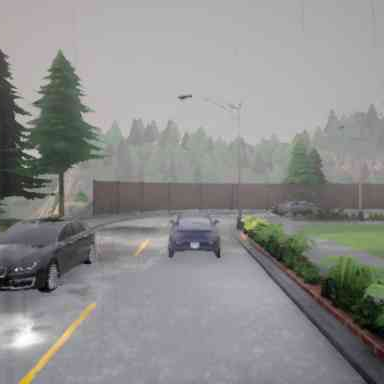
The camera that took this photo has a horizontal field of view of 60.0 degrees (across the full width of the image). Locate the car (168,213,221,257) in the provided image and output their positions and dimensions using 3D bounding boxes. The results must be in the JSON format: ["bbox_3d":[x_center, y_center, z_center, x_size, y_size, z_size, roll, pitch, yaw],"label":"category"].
[{"bbox_3d":[0.087,1.525,12.905,1.812,1.442,4.674,0,0,0],"label":"car"}]

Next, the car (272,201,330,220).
[{"bbox_3d":[9.208,1.490,27.781,4.902,1.511,2.128,0,0,-2],"label":"car"}]

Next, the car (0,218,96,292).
[{"bbox_3d":[-4.027,1.507,8.998,1.837,1.490,4.892,0,-1,1],"label":"car"}]
